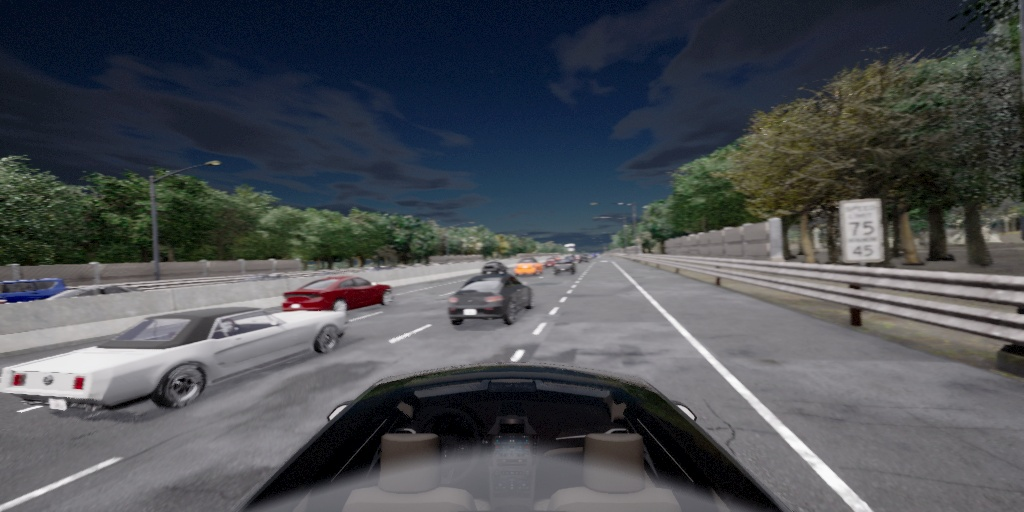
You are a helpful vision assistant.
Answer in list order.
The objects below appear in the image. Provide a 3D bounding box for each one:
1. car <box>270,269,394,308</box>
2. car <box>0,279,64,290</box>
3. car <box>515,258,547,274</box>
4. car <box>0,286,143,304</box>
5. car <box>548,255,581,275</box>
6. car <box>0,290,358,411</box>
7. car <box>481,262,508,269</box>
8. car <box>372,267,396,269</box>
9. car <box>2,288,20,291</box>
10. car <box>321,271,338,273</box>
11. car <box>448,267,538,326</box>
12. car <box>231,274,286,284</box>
[{"bbox_3d":[-6.971,1.575,14.956,1.882,1.535,5.008,-3,0,14],"label":"car"},{"bbox_3d":[-27.671,2.370,19.078,2.150,2.045,5.566,-3,0,14],"label":"car"},{"bbox_3d":[1.716,1.002,35.116,2.097,1.767,4.553,-3,0,14],"label":"car"},{"bbox_3d":[-20.830,2.307,17.559,1.837,1.490,4.892,-3,0,14],"label":"car"},{"bbox_3d":[5.124,0.969,34.309,2.128,1.511,4.902,-3,0,14],"label":"car"},{"bbox_3d":[-5.407,1.623,6.844,1.895,1.301,4.718,-3,0,14],"label":"car"},{"bbox_3d":[-1.653,1.328,36.021,1.837,1.490,4.892,-3,0,14],"label":"car"},{"bbox_3d":[-15.115,2.055,39.993,2.033,1.411,5.357,-3,0,15],"label":"car"},{"bbox_3d":[-25.111,2.499,14.902,1.882,1.535,5.008,-3,0,14],"label":"car"},{"bbox_3d":[-21.741,2.445,42.201,1.895,1.301,4.718,-3,0,15],"label":"car"},{"bbox_3d":[-0.560,1.299,11.776,1.812,1.442,4.674,-3,0,14],"label":"car"},{"bbox_3d":[-21.213,2.307,30.322,2.128,1.511,4.902,-3,0,14],"label":"car"}]
